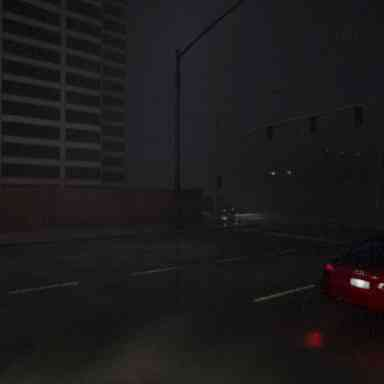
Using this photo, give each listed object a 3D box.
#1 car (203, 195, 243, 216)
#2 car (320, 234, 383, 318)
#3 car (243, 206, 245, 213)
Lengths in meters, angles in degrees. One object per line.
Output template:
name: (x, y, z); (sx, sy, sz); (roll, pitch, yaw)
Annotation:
car: (2.333, 1.353, 34.583); (2.150, 2.045, 5.566); (0, 0, -36)
car: (4.637, 1.611, 7.095); (4.181, 1.385, 1.994); (0, 0, -35)
car: (4.044, 1.678, 38.223); (1.812, 1.442, 4.674); (0, 0, -36)
